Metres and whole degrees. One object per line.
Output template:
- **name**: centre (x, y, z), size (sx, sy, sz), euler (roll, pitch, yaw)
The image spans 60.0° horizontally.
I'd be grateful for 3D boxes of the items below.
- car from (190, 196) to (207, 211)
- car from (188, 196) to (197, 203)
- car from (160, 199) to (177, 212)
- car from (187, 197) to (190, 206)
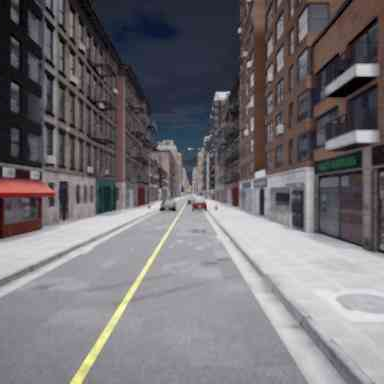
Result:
- **car**: centre (0.973, 1.651, 43.331), size (1.882, 1.535, 5.008), euler (0, 0, 0)
- **car**: centre (0.019, 1.786, 79.912), size (2.128, 1.511, 4.902), euler (0, 0, 0)
- **car**: centre (-2.829, 1.637, 40.471), size (1.882, 1.535, 5.008), euler (0, 0, 0)
- **car**: centre (0.015, 1.792, 61.534), size (1.812, 1.442, 4.674), euler (0, 0, 0)
